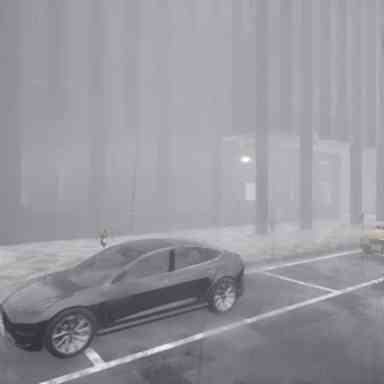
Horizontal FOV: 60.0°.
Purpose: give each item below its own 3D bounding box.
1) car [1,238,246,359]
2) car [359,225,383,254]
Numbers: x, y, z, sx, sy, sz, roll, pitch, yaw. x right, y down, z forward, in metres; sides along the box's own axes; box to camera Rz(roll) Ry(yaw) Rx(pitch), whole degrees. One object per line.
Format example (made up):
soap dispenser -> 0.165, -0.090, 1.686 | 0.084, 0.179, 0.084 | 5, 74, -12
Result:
car -> -0.917, 1.570, 6.000 | 4.313, 1.339, 1.947 | 0, 0, -36
car -> 8.085, 1.543, 12.440 | 4.829, 1.417, 1.752 | 0, 0, -36
